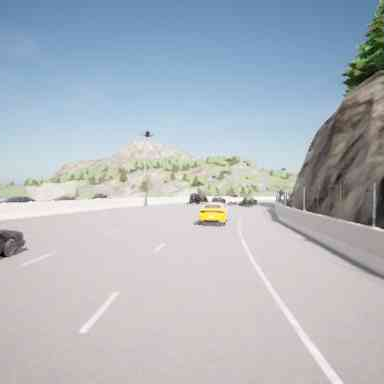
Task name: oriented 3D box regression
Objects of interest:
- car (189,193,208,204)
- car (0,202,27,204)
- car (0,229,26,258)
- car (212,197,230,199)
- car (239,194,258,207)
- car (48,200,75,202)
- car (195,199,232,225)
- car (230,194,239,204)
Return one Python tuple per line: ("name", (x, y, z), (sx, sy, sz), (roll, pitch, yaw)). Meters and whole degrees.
("car", (1.323, 1.297, 64.307), (2.150, 2.045, 5.566), (0, 0, 22))
("car", (-20.559, 1.228, 39.300), (1.837, 1.490, 4.892), (1, 0, 12))
("car", (-6.980, 1.450, 9.376), (2.033, 1.411, 5.357), (1, 0, 4))
("car", (5.222, 1.626, 64.291), (2.128, 1.511, 4.902), (1, 0, 22))
("car", (9.985, 1.553, 57.282), (2.097, 1.767, 4.553), (1, 0, 21))
("car", (-16.288, 1.268, 42.445), (1.882, 1.535, 5.008), (1, 0, 13))
("car", (1.685, 1.525, 24.764), (1.882, 1.535, 5.008), (0, 0, 9))
("car", (8.839, 1.410, 64.241), (2.150, 2.045, 5.566), (0, 0, 23))
